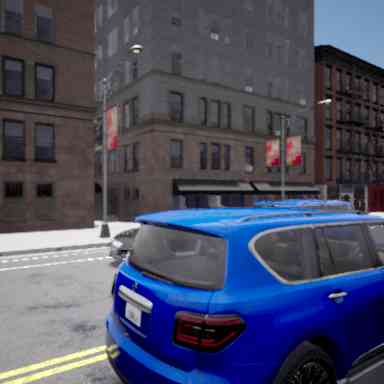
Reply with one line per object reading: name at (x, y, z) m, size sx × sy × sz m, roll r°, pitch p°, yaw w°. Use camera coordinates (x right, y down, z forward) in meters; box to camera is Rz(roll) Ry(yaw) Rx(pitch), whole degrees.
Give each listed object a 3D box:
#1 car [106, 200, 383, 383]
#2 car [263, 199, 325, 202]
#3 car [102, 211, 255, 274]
car at (1.642, 1.233, 4.615) m, size 5.566 × 2.045 × 2.150 m, roll 0°, pitch 0°, yaw -35°
car at (2.677, 1.251, 9.589) m, size 5.566 × 2.045 × 2.150 m, roll 0°, pitch 0°, yaw -36°
car at (-0.331, 1.514, 11.434) m, size 4.902 × 1.511 × 2.128 m, roll 0°, pitch 0°, yaw -36°
